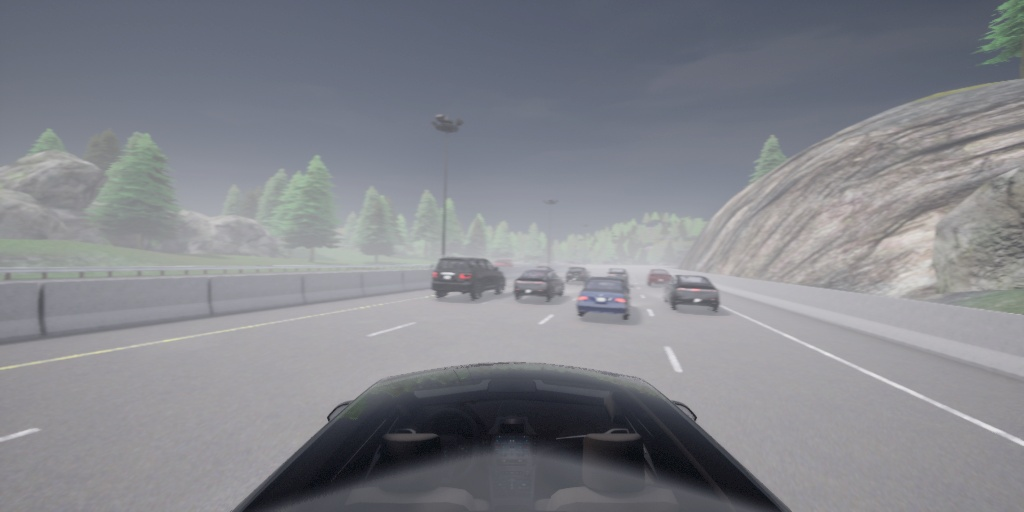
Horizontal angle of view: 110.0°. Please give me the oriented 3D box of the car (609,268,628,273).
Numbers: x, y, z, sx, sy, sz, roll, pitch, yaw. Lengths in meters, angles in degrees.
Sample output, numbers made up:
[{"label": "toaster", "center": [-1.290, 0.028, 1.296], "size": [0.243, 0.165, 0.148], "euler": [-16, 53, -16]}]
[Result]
[{"label": "car", "center": [9.446, 1.827, 32.091], "size": [2.128, 1.511, 4.902], "euler": [1, -1, 18]}]

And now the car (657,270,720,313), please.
[{"label": "car", "center": [8.219, 1.629, 16.716], "size": [2.128, 1.511, 4.902], "euler": [1, -1, 18]}]

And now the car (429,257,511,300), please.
[{"label": "car", "center": [-2.115, 1.097, 18.857], "size": [2.150, 2.045, 5.566], "euler": [1, 0, 18]}]

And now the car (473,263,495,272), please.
[{"label": "car", "center": [-4.505, 1.786, 57.935], "size": [1.994, 1.385, 4.181], "euler": [1, -1, 18]}]

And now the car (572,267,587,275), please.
[{"label": "car", "center": [6.136, 1.761, 33.229], "size": [1.837, 1.490, 4.892], "euler": [1, 0, 18]}]

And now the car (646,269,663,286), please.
[{"label": "car", "center": [13.250, 1.921, 32.479], "size": [1.882, 1.535, 5.008], "euler": [1, -1, 18]}]

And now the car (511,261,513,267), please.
[{"label": "car", "center": [-1.497, 1.505, 55.848], "size": [2.150, 2.045, 5.566], "euler": [1, -1, 18]}]

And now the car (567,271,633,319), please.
[{"label": "car", "center": [3.731, 1.534, 14.238], "size": [2.033, 1.411, 5.357], "euler": [1, -1, 18]}]

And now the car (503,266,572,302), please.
[{"label": "car", "center": [1.510, 1.464, 18.712], "size": [2.128, 1.511, 4.902], "euler": [1, -1, 18]}]
